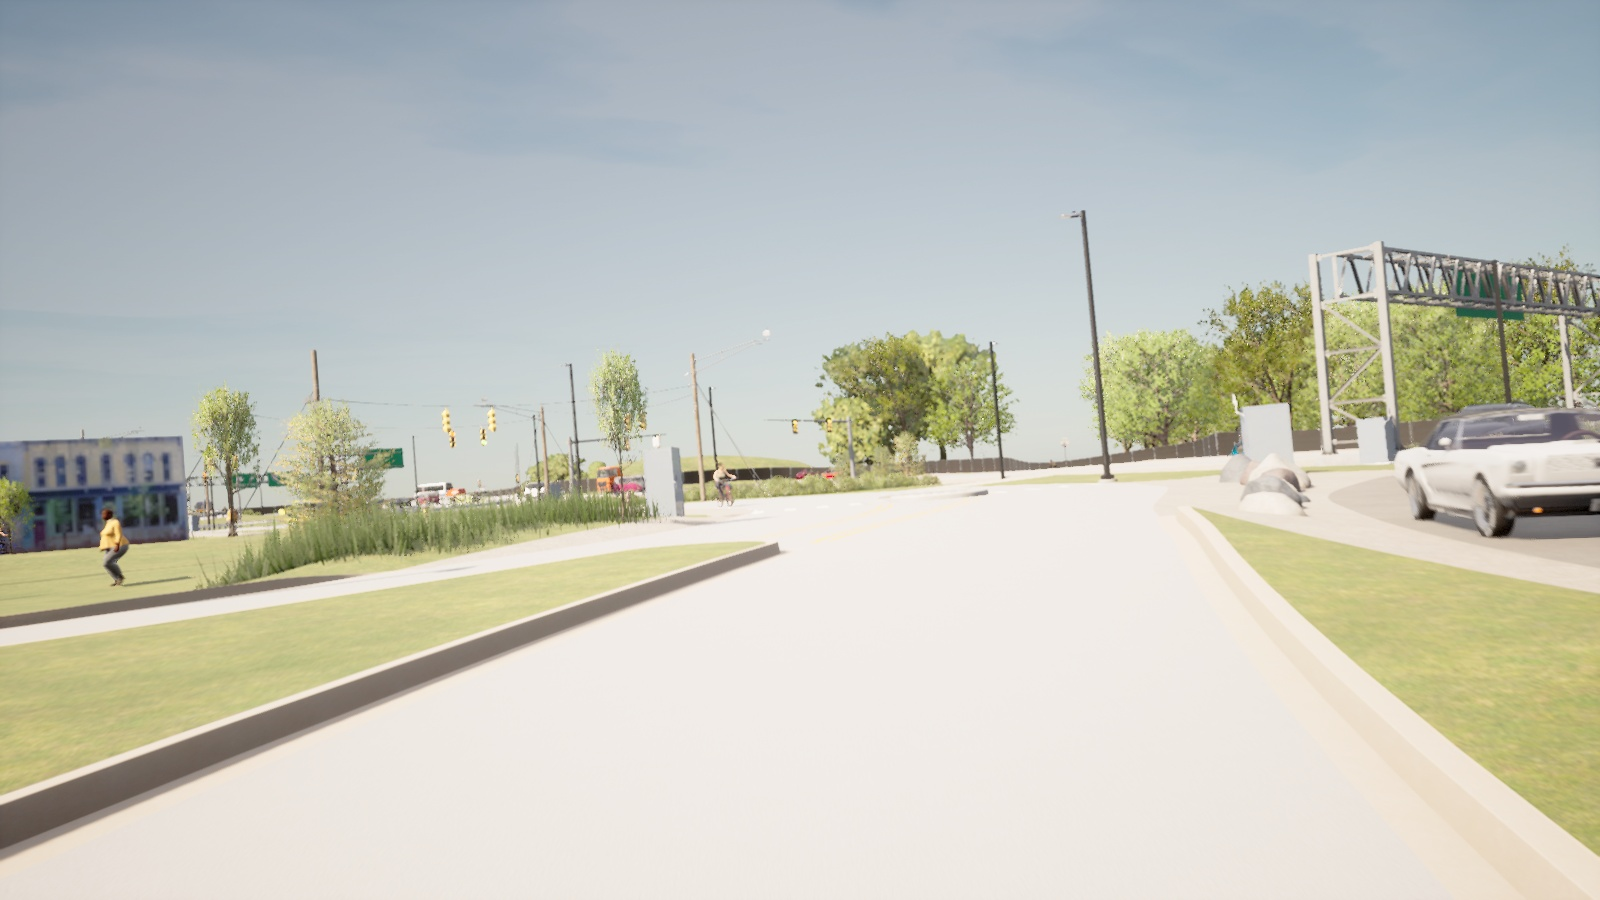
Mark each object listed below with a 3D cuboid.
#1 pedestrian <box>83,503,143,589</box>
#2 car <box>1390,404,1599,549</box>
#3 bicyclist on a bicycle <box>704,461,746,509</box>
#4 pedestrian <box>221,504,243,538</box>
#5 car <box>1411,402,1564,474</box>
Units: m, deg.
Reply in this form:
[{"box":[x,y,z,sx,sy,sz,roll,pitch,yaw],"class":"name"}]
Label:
[{"box":[-15.718,2.197,28.720,0.900,1.855,0.874,-2,-3,-45],"class":"pedestrian"},{"box":[8.050,0.212,13.775,1.895,1.301,4.718,-3,-1,14],"class":"car"},{"box":[-2.659,1.253,44.500,0.866,1.612,1.509,-5,-1,-24],"class":"bicyclist on a bicycle"},{"box":[-32.232,4.017,71.266,0.900,1.855,0.874,-3,-3,-33],"class":"pedestrian"},{"box":[17.527,-0.334,31.907,4.856,1.649,2.033,-2,-1,-44],"class":"car"}]
